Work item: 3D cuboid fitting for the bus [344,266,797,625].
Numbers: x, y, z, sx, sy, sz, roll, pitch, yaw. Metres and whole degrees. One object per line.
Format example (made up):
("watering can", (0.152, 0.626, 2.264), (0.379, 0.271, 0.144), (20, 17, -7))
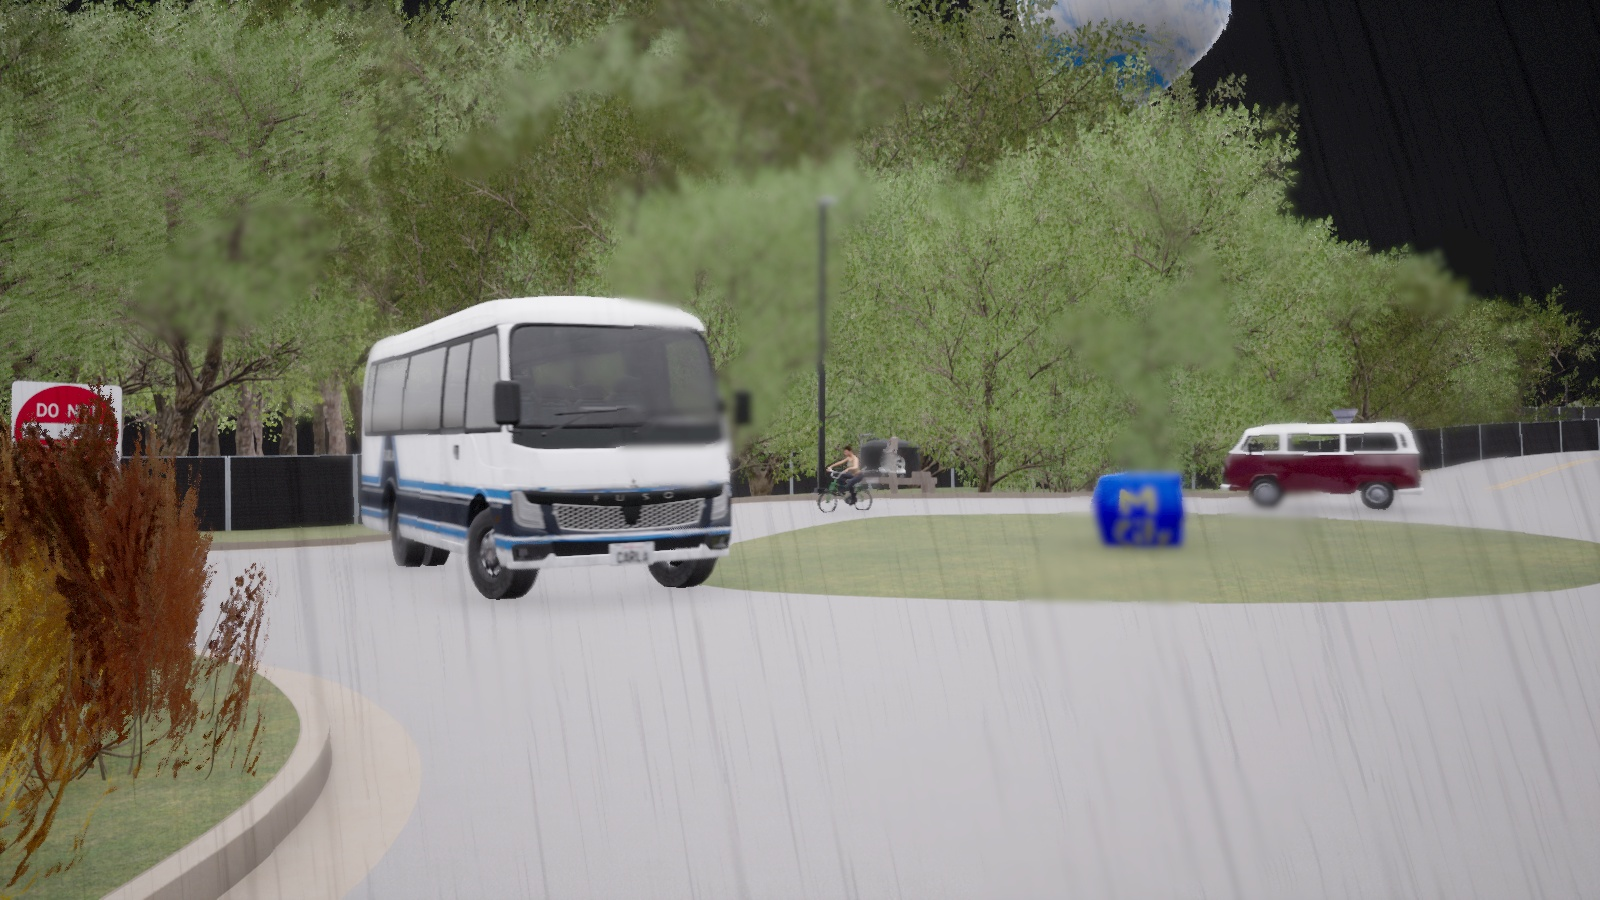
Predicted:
("bus", (-4.336, -0.072, 20.313), (3.944, 4.253, 10.273), (-1, 0, -30))

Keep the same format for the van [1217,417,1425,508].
("van", (12.514, 0.280, 30.243), (4.480, 2.038, 2.069), (0, 1, 24))

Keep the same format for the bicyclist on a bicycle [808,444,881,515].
("bicyclist on a bicycle", (1.068, 0.684, 30.136), (1.509, 1.612, 0.866), (-1, 2, -27))
